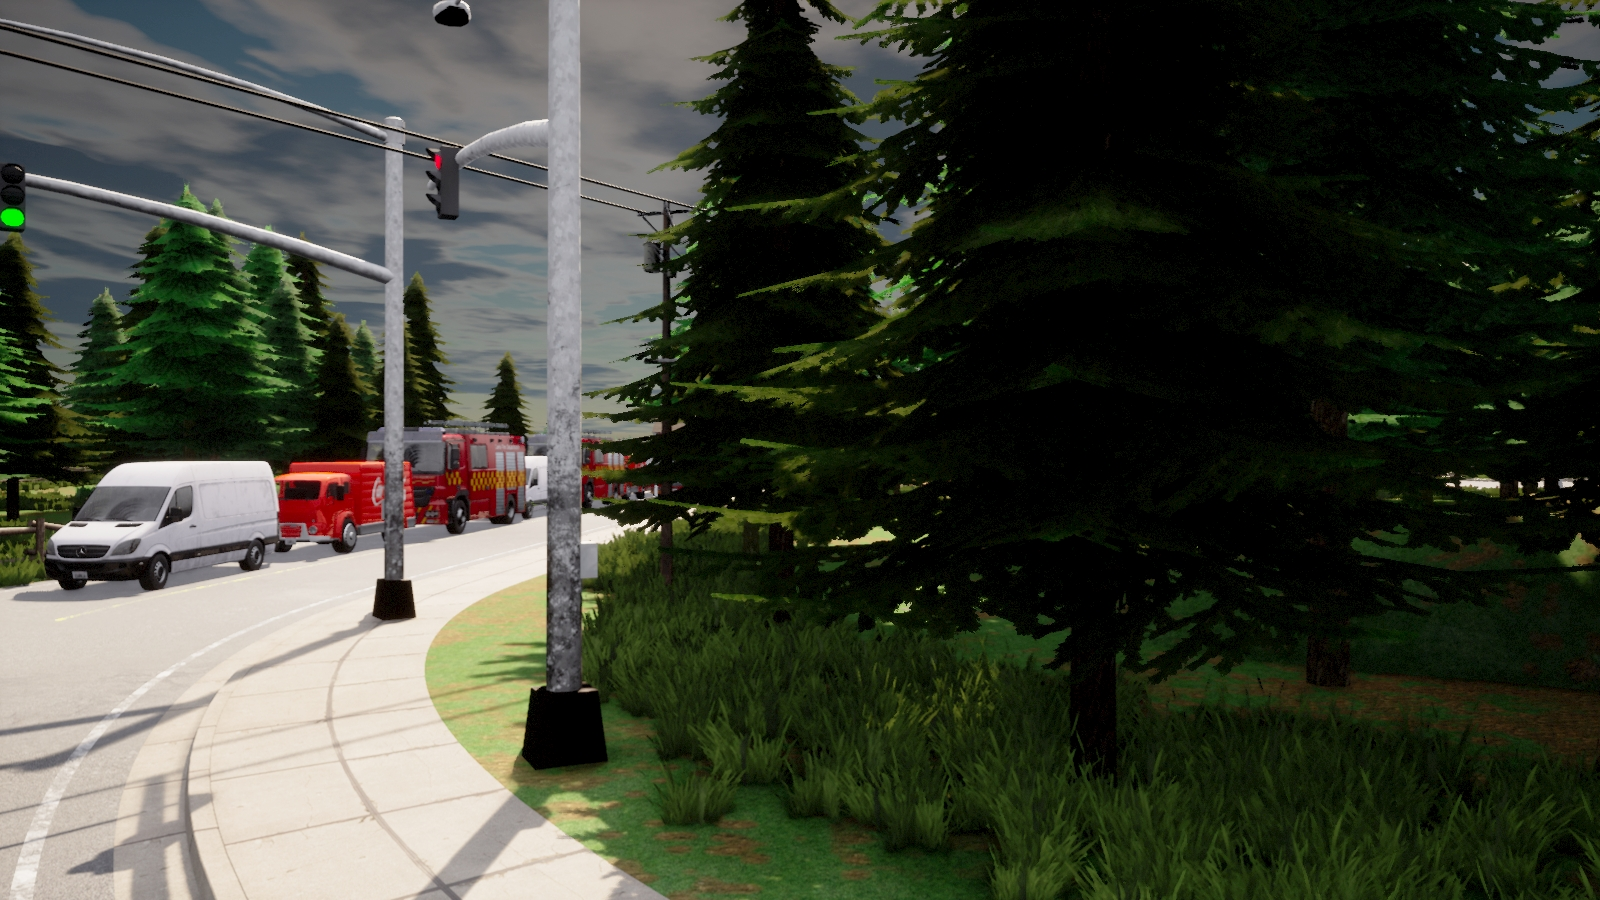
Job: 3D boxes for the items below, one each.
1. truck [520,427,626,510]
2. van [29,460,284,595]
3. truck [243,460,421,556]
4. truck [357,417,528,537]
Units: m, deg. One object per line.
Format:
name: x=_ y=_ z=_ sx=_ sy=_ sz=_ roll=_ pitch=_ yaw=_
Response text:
truck: x=-11.165 y=0.870 z=57.139 sx=2.891 sy=3.827 sz=8.468 roll=0 pitch=0 yaw=5
van: x=-13.749 y=1.514 z=24.997 sx=1.988 sy=2.561 sz=5.915 roll=0 pitch=0 yaw=3
truck: x=-13.202 y=1.545 z=32.693 sx=2.627 sy=2.467 sz=5.204 roll=0 pitch=0 yaw=5
truck: x=-12.524 y=0.874 z=40.997 sx=2.891 sy=3.827 sz=8.468 roll=0 pitch=0 yaw=5
